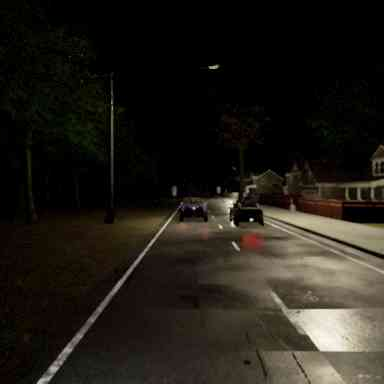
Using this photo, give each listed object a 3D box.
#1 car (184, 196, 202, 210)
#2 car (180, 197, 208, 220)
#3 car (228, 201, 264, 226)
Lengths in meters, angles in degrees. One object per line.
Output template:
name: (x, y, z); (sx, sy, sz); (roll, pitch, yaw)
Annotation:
car: (0.161, 1.310, 41.571); (2.128, 1.511, 4.902); (0, 0, 0)
car: (0.139, 1.238, 26.482); (2.097, 1.767, 4.553); (0, 0, 0)
car: (3.634, 1.409, 22.696); (1.837, 1.490, 4.892); (0, 1, 0)
